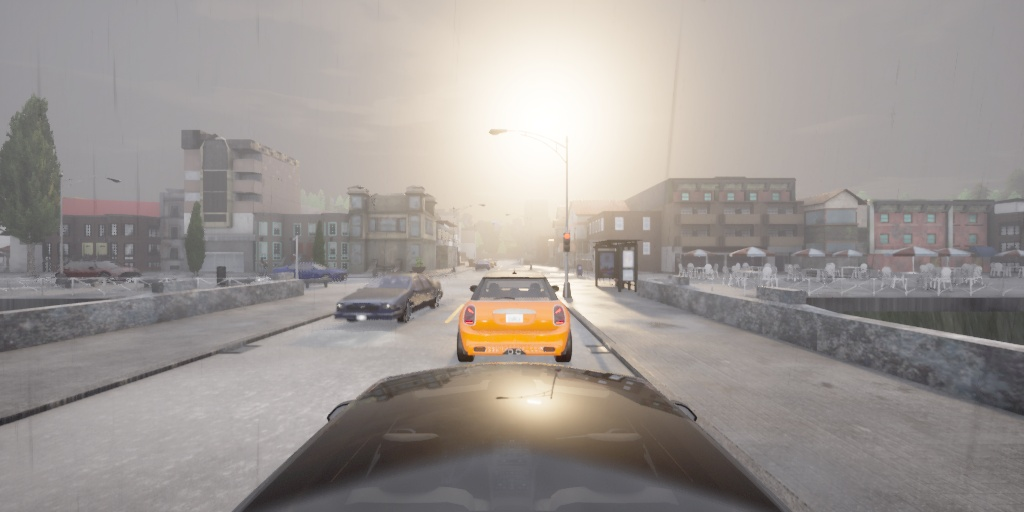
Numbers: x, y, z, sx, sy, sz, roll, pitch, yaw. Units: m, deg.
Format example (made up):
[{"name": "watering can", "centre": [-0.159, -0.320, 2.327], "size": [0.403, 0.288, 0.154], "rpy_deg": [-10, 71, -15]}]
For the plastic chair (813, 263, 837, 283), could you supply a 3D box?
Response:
[{"name": "plastic chair", "centre": [22.804, 1.275, 26.108], "size": [0.750, 1.272, 0.730], "rpy_deg": [0, 0, 0]}]

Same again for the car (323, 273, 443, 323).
[{"name": "car", "centre": [-3.879, 1.296, 12.406], "size": [2.033, 1.411, 5.357], "rpy_deg": [0, 0, 5]}]

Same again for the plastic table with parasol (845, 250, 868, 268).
[{"name": "plastic table with parasol", "centre": [30.236, 0.670, 32.175], "size": [2.482, 2.480, 2.482], "rpy_deg": [0, 0, 0]}]

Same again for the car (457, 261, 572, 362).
[{"name": "car", "centre": [0.062, 1.101, 8.352], "size": [2.097, 1.767, 4.553], "rpy_deg": [0, 0, 1]}]

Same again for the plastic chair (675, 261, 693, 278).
[{"name": "plastic chair", "centre": [14.706, 1.275, 30.610], "size": [0.730, 1.272, 0.750], "rpy_deg": [0, 0, 0]}]

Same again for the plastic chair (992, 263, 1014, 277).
[{"name": "plastic chair", "centre": [45.507, 1.274, 33.301], "size": [0.730, 1.272, 0.750], "rpy_deg": [0, 0, 0]}]

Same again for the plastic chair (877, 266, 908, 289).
[{"name": "plastic chair", "centre": [22.603, 1.276, 21.308], "size": [0.730, 1.272, 0.750], "rpy_deg": [0, 0, 0]}]

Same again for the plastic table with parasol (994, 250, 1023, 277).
[{"name": "plastic table with parasol", "centre": [46.707, 0.670, 33.180], "size": [2.482, 2.480, 2.482], "rpy_deg": [0, 0, 0]}]

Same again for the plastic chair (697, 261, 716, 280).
[{"name": "plastic chair", "centre": [15.805, 1.275, 29.210], "size": [0.750, 1.272, 0.730], "rpy_deg": [0, 0, 0]}]

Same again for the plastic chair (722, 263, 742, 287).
[{"name": "plastic chair", "centre": [13.903, 1.276, 22.811], "size": [0.730, 1.272, 0.750], "rpy_deg": [0, 0, 0]}]

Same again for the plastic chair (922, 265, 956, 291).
[{"name": "plastic chair", "centre": [23.702, 1.276, 19.908], "size": [0.750, 1.272, 0.730], "rpy_deg": [0, 0, 0]}]

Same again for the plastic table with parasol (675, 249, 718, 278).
[{"name": "plastic table with parasol", "centre": [15.926, 0.671, 30.490], "size": [2.482, 2.480, 2.482], "rpy_deg": [0, 0, 0]}]

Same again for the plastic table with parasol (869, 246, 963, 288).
[{"name": "plastic table with parasol", "centre": [23.803, 0.672, 21.257], "size": [2.482, 2.480, 2.482], "rpy_deg": [0, 0, 0]}]

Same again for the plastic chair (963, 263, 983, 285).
[{"name": "plastic chair", "centre": [30.504, 1.276, 23.805], "size": [0.750, 1.272, 0.730], "rpy_deg": [0, 0, 0]}]

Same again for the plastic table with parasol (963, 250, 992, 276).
[{"name": "plastic table with parasol", "centre": [30.514, 0.671, 25.085], "size": [2.482, 2.480, 2.482], "rpy_deg": [0, 0, 0]}]

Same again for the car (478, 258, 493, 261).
[{"name": "car", "centre": [-4.088, 1.219, 51.032], "size": [1.882, 1.535, 5.008], "rpy_deg": [0, 0, 0]}]

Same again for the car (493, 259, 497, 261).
[{"name": "car", "centre": [-4.068, 1.218, 60.682], "size": [1.882, 1.535, 5.008], "rpy_deg": [0, 0, 0]}]

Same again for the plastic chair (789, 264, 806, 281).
[{"name": "plastic chair", "centre": [21.705, 1.275, 27.508], "size": [0.730, 1.272, 0.750], "rpy_deg": [0, 0, 0]}]

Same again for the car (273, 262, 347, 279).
[{"name": "car", "centre": [-14.673, 1.224, 26.147], "size": [5.008, 1.535, 1.882], "rpy_deg": [0, 0, 0]}]

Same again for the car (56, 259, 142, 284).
[{"name": "car", "centre": [-29.997, 1.098, 26.170], "size": [4.553, 1.767, 2.097], "rpy_deg": [0, 0, 0]}]

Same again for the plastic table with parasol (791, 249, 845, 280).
[{"name": "plastic table with parasol", "centre": [22.905, 0.671, 27.458], "size": [2.482, 2.480, 2.482], "rpy_deg": [0, 0, 0]}]

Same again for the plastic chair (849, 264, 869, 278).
[{"name": "plastic chair", "centre": [29.906, 1.275, 30.806], "size": [0.750, 1.272, 0.730], "rpy_deg": [0, 0, 0]}]

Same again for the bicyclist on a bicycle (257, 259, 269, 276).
[{"name": "bicyclist on a bicycle", "centre": [-24.013, 1.093, 34.562], "size": [0.582, 1.620, 1.656], "rpy_deg": [0, 0, 0]}]

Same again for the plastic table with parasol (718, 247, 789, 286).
[{"name": "plastic table with parasol", "centre": [15.173, 0.672, 22.670], "size": [2.482, 2.480, 2.482], "rpy_deg": [0, 0, 0]}]

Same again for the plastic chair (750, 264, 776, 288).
[{"name": "plastic chair", "centre": [15.003, 1.276, 21.410], "size": [0.750, 1.272, 0.730], "rpy_deg": [0, 0, 0]}]
